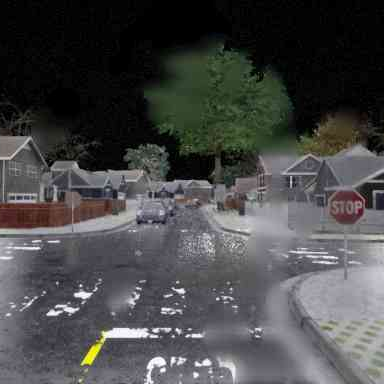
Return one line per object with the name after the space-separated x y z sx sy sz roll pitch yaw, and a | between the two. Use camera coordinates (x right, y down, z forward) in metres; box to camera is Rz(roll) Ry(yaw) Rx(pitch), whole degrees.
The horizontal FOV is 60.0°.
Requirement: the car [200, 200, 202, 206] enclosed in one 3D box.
0.738 2.097 67.207 1.882 1.535 5.008 0 -1 12 | car

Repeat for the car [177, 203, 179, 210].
-2.944 1.886 48.149 1.837 1.490 4.892 0 -1 0 | car

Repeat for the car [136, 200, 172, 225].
-2.912 1.482 25.281 2.097 1.767 4.553 0 0 0 | car

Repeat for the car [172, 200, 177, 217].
-2.936 1.580 34.536 2.097 1.767 4.553 0 -1 0 | car

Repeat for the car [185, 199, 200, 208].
-0.138 2.022 56.609 2.033 1.411 5.357 0 -1 1 | car
